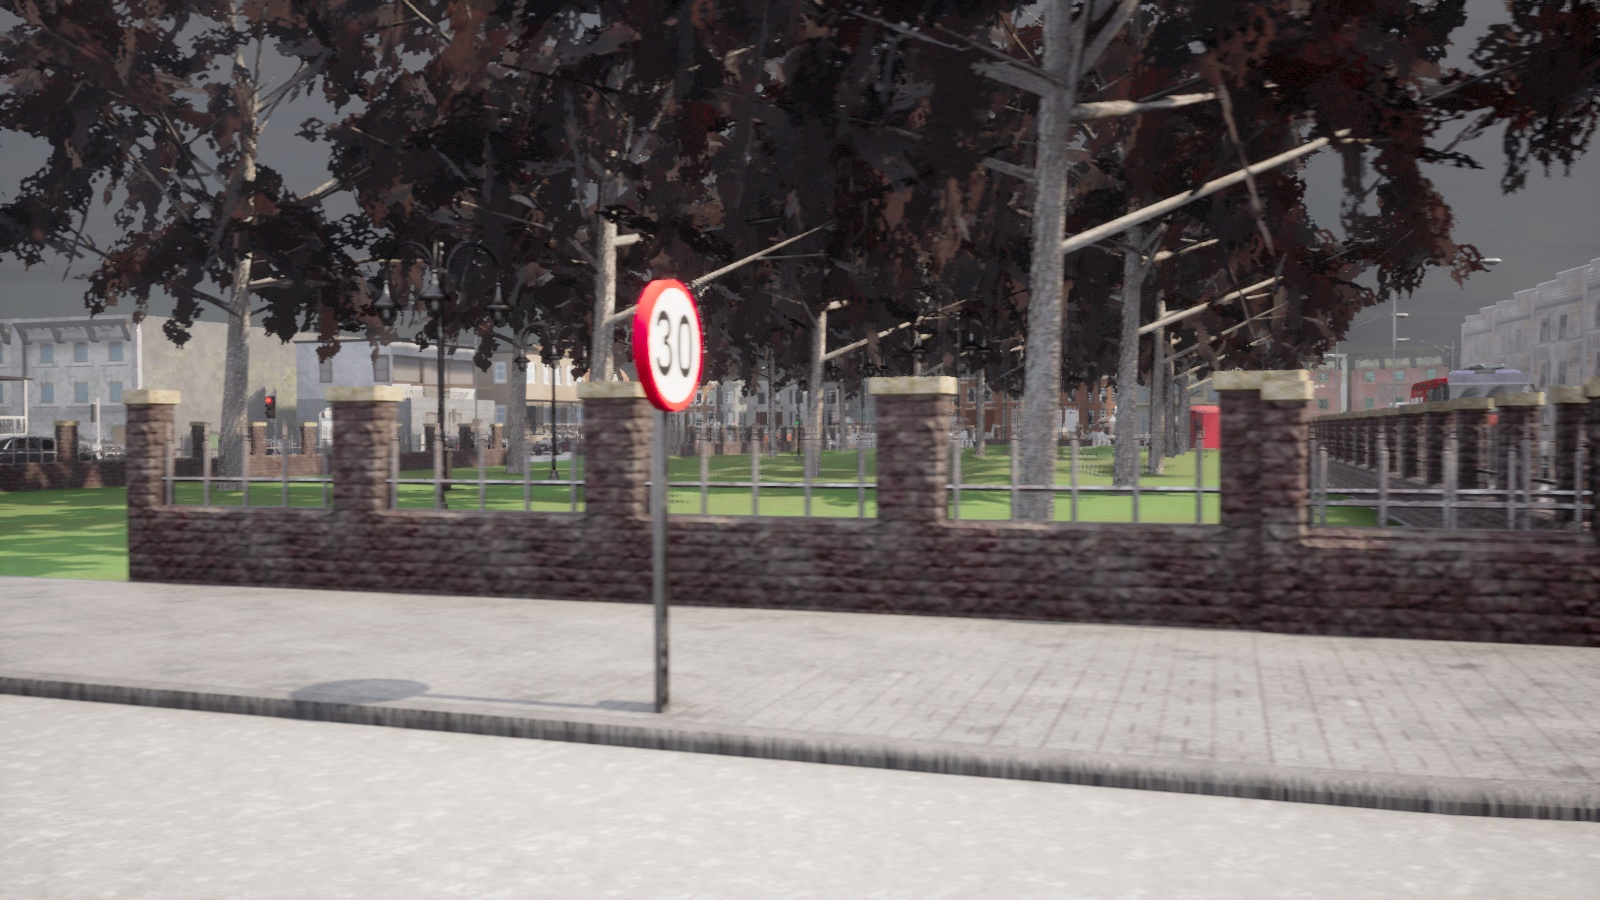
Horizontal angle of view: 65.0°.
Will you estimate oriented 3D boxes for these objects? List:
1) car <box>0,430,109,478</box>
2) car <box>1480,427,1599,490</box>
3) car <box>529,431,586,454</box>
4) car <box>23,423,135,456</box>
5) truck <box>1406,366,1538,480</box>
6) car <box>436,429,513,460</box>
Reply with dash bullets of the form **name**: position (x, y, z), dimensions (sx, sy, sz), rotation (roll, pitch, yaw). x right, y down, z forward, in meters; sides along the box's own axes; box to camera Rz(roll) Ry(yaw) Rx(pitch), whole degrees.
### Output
- **car**: position (-25.033, 0.088, 40.537), dimensions (1.837, 1.490, 4.892), rotation (0, 1, 16)
- **car**: position (21.043, 0.179, 35.701), dimensions (2.242, 1.667, 4.611), rotation (1, 1, 19)
- **car**: position (-15.647, -0.520, 81.288), dimensions (1.816, 1.474, 4.193), rotation (1, 1, 19)
- **car**: position (-36.662, -0.555, 63.841), dimensions (5.027, 1.651, 2.152), rotation (1, 1, 19)
- **truck**: position (24.711, -0.991, 46.604), dimensions (2.891, 3.827, 8.468), rotation (1, 1, 19)
- **car**: position (-16.965, -0.308, 65.571), dimensions (1.789, 1.549, 3.705), rotation (1, 1, 32)
